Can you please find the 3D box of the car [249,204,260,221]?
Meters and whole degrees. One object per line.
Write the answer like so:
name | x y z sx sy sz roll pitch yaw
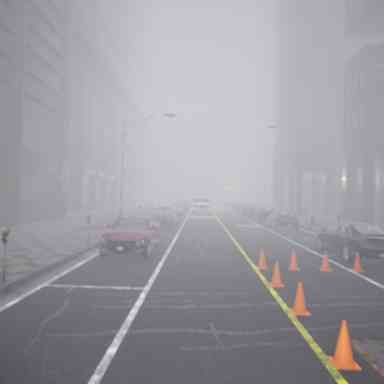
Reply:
car | 6.629 1.999 29.757 1.887 1.381 4.507 2 -1 1

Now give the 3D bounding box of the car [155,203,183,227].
car | -2.022 1.733 24.328 2.008 1.369 4.403 2 -1 1

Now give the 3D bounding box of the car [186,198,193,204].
car | -0.587 2.274 86.009 1.752 1.417 4.829 2 0 1

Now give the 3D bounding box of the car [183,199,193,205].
car | -0.846 2.217 74.933 1.947 1.339 4.313 2 0 1

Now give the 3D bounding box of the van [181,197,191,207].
van | -1.099 1.892 63.690 1.690 1.788 3.998 2 0 1

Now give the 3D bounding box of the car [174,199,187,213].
car | -1.764 1.816 35.404 1.752 1.417 4.829 2 -1 1

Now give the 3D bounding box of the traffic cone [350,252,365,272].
traffic cone | 5.221 2.193 10.493 0.340 0.580 0.340 1 -1 1

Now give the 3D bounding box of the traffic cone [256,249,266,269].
traffic cone | 2.223 2.116 10.563 0.340 0.580 0.340 1 -1 1

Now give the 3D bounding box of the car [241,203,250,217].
car | 6.760 2.053 35.379 1.887 1.381 4.507 2 0 1

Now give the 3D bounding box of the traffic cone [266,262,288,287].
traffic cone | 2.177 2.096 8.564 0.340 0.580 0.340 1 -1 1

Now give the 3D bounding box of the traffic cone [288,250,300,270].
traffic cone | 3.222 2.142 10.540 0.340 0.580 0.340 1 -1 1

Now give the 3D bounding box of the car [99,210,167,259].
car | -2.282 1.614 13.084 1.887 1.381 4.507 2 -1 1

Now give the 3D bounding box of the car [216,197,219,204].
car | 7.936 2.511 85.986 1.887 1.381 4.507 2 0 1

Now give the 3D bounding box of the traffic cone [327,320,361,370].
traffic cone | 2.084 2.055 4.565 0.340 0.580 0.340 1 -1 1

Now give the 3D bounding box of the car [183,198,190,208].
car | -1.500 1.980 46.820 1.802 1.307 4.206 2 0 1

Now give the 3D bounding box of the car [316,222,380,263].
car | 6.237 1.837 12.888 2.008 1.369 4.403 2 -1 1

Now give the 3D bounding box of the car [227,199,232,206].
car | 7.151 2.232 52.249 1.947 1.339 4.313 2 0 1

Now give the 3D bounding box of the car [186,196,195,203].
car | -0.445 2.114 91.803 2.192 1.841 5.009 2 0 1

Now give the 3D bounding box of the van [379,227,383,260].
van | 6.114 1.570 7.268 1.690 1.788 3.998 2 -1 1

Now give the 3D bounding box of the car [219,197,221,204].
car | 7.679 2.308 74.742 1.967 1.590 4.097 2 0 1

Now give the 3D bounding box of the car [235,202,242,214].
car | 6.891 2.107 41.003 1.887 1.381 4.507 2 0 1

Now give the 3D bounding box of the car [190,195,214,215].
car | 1.205 1.631 40.245 2.150 2.045 5.566 1 -1 1

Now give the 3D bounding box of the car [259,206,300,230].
car | 6.499 1.950 24.134 2.008 1.369 4.403 2 -1 1

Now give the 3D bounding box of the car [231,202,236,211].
car | 7.022 2.159 46.625 1.887 1.381 4.507 2 0 1

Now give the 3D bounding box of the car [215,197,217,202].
car | 8.067 2.566 91.609 2.008 1.369 4.403 2 0 1

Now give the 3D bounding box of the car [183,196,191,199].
car | -1.234 1.941 58.066 1.967 1.590 4.097 2 0 1

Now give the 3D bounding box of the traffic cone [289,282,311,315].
traffic cone | 2.130 2.075 6.565 0.340 0.580 0.340 1 -1 1

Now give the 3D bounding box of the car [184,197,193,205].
car | -0.711 2.141 80.557 1.967 1.590 4.097 2 0 1

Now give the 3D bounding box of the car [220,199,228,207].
car | 7.545 2.362 69.118 1.887 1.381 4.507 2 0 1

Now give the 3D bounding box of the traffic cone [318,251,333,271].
traffic cone | 4.222 2.167 10.517 0.340 0.580 0.340 1 -1 1
